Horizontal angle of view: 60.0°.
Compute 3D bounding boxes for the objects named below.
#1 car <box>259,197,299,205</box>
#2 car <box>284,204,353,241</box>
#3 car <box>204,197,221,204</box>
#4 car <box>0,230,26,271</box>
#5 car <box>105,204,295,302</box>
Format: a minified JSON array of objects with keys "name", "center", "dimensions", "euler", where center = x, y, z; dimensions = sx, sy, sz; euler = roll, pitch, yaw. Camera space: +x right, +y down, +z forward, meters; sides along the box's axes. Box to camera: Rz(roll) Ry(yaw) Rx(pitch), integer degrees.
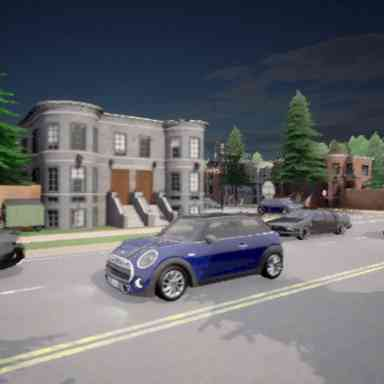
[{"name":"car","center":[8.352,1.278,31.167],"dimensions":[2.097,1.767,4.553],"euler":[0,0,-33]},{"name":"car","center":[5.967,1.528,16.815],"dimensions":[5.357,1.411,2.033],"euler":[0,0,-35]},{"name":"car","center":[1.747,1.410,41.248],"dimensions":[1.837,1.490,4.892],"euler":[0,1,-34]},{"name":"car","center":[-6.643,1.480,7.842],"dimensions":[4.902,1.511,2.128],"euler":[0,0,-35]},{"name":"car","center":[0.196,1.341,8.371],"dimensions":[4.553,1.767,2.097],"euler":[0,0,-35]}]
